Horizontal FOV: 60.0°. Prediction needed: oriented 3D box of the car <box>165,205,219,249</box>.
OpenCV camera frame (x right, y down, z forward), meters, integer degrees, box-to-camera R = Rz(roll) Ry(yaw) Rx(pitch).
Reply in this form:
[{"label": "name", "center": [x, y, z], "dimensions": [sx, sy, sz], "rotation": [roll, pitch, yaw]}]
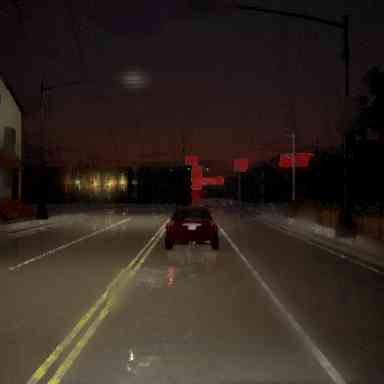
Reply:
[{"label": "car", "center": [0.000, 1.365, 14.620], "dimensions": [2.097, 1.767, 4.553], "rotation": [0, 0, 0]}]
